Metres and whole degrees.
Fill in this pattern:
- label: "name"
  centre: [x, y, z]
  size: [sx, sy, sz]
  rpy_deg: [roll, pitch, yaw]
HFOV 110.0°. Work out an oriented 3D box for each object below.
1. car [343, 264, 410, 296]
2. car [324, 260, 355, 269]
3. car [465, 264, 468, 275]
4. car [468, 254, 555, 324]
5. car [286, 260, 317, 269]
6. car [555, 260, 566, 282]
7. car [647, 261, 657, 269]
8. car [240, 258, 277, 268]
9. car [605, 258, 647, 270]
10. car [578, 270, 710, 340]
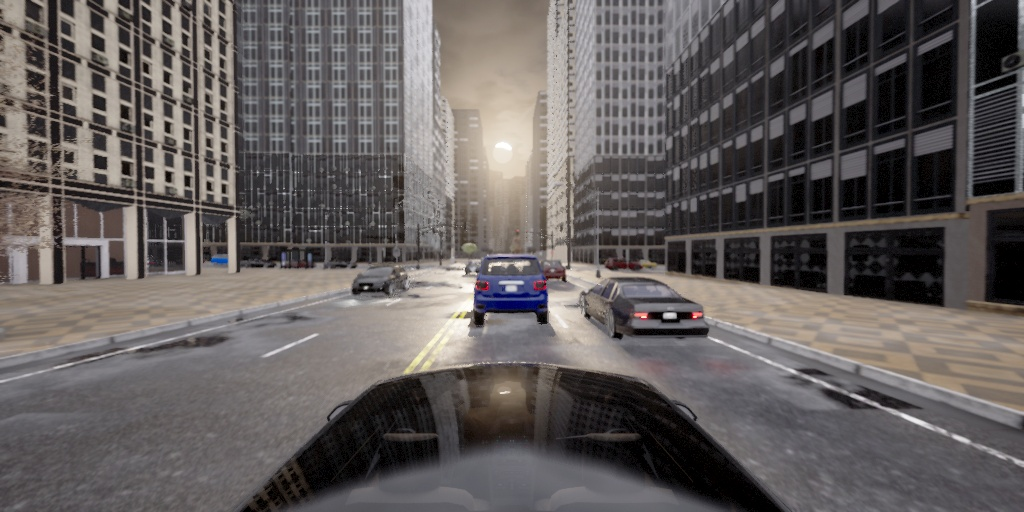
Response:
- label: "car"
  centre: [-6.875, 1.250, 19.190]
  size: [1.837, 1.490, 4.892]
  rpy_deg: [0, 0, -1]
- label: "car"
  centre: [-23.548, 1.164, 49.453]
  size: [4.313, 1.339, 1.948]
  rpy_deg: [0, 0, 0]
- label: "car"
  centre: [-3.897, 1.199, 38.184]
  size: [2.128, 1.511, 4.902]
  rpy_deg: [0, 0, 0]
- label: "car"
  centre: [-0.059, 0.959, 12.130]
  size: [2.150, 2.045, 5.566]
  rpy_deg: [0, 0, -1]
- label: "car"
  centre: [-29.234, 1.138, 49.485]
  size: [4.207, 1.307, 1.802]
  rpy_deg: [0, 0, 0]
- label: "car"
  centre: [2.915, 1.064, 28.163]
  size: [2.097, 1.767, 4.553]
  rpy_deg: [0, 0, -1]
- label: "car"
  centre: [20.842, 1.293, 58.002]
  size: [4.829, 1.417, 1.751]
  rpy_deg: [0, 0, 0]
- label: "car"
  centre: [-34.917, 1.080, 49.557]
  size: [4.313, 1.339, 1.948]
  rpy_deg: [0, 0, 0]
- label: "car"
  centre: [15.380, 1.187, 49.619]
  size: [5.009, 1.841, 2.192]
  rpy_deg: [0, 0, 0]
- label: "car"
  centre: [3.230, 1.283, 9.938]
  size: [2.033, 1.411, 5.357]
  rpy_deg: [0, 0, -1]
